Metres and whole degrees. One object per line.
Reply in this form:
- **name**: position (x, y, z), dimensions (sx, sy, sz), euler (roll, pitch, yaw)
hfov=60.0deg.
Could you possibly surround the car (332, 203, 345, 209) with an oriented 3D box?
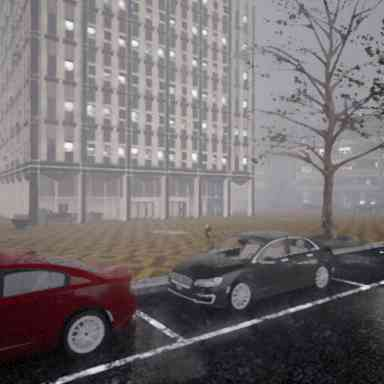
- **car**: position (29.242, 2.836, 68.544), dimensions (1.802, 1.307, 4.206), euler (-1, 0, -36)

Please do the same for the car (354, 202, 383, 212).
- **car**: position (28.820, 2.607, 54.486), dimensions (2.008, 1.369, 4.403), euler (-1, 0, -36)

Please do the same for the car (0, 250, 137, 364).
- **car**: position (-2.961, 1.545, 4.455), dimensions (4.507, 1.381, 1.887), euler (1, -1, -35)

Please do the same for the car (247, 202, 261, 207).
- **car**: position (16.109, 3.159, 86.537), dimensions (1.802, 1.307, 4.206), euler (-1, 0, -36)

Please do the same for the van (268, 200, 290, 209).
- **van**: position (17.818, 2.671, 69.844), dimensions (1.690, 1.788, 3.998), euler (-1, 0, -36)

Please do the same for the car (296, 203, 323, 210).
- **car**: position (22.739, 2.752, 62.959), dimensions (1.887, 1.381, 4.507), euler (-1, 0, -36)

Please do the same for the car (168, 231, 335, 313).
- **car**: position (1.539, 1.613, 7.665), dimensions (4.403, 1.369, 2.008), euler (1, -1, -35)

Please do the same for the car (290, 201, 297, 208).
- **car**: position (22.645, 2.855, 77.521), dimensions (1.967, 1.590, 4.097), euler (-1, 0, -36)

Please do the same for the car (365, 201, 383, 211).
- **car**: position (34.504, 2.565, 61.365), dimensions (1.967, 1.590, 4.097), euler (-1, 0, -36)
